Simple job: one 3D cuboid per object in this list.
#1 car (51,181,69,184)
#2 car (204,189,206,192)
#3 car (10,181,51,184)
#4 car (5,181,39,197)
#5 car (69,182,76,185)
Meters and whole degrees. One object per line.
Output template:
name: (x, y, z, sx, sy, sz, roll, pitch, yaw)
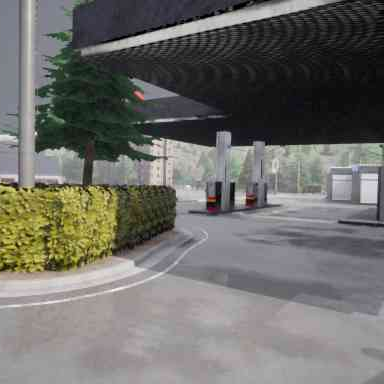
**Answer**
car: (-26.734, -1.251, 65.441, 3.866, 1.878, 1.905, 2, 2, 35)
car: (4.930, -0.335, 65.577, 5.027, 1.636, 2.152, 2, 2, 35)
car: (-17.196, -0.173, 35.193, 3.866, 1.878, 1.905, 2, 2, 35)
car: (-21.727, -0.457, 42.412, 4.605, 1.855, 1.932, 2, 2, 35)
car: (-25.395, -1.278, 68.053, 4.605, 1.855, 1.932, 2, 2, 35)
